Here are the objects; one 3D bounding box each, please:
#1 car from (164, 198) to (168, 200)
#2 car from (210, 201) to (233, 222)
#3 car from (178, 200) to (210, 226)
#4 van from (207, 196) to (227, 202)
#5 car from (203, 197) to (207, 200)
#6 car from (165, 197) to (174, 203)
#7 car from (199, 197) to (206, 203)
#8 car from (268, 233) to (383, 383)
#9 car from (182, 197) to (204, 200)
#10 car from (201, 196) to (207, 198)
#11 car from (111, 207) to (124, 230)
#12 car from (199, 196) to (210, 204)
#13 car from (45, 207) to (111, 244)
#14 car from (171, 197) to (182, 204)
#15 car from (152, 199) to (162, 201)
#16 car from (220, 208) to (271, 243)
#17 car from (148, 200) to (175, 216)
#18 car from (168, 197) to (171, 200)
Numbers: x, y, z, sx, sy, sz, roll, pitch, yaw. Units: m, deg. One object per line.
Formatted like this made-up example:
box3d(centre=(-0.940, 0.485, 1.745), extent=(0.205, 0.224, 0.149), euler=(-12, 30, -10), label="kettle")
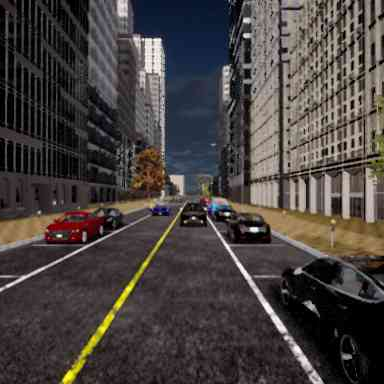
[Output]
box3d(centre=(-5.673, 1.883, 56.349), extent=(2.008, 1.369, 4.403), euler=(0, 0, 0), label="car")
box3d(centre=(2.700, 1.740, 27.874), extent=(1.947, 1.339, 4.313), euler=(0, 0, 0), label="car")
box3d(centre=(0.106, 1.636, 25.252), extent=(1.882, 1.535, 5.008), euler=(0, 0, 0), label="car")
box3d(centre=(2.702, 1.548, 33.570), extent=(1.690, 1.788, 3.998), euler=(0, 0, 0), label="van")
box3d(centre=(2.704, 1.680, 39.260), extent=(1.967, 1.590, 4.097), euler=(0, 0, 0), label="car")
box3d(centre=(-5.665, 2.041, 84.811), extent=(1.947, 1.339, 4.313), euler=(0, 0, 0), label="car")
box3d(centre=(2.716, 2.001, 84.966), extent=(1.752, 1.417, 4.829), euler=(0, 0, 0), label="car")
box3d(centre=(2.694, 1.600, 5.106), extent=(1.947, 1.339, 4.313), euler=(0, 0, 0), label="car")
box3d(centre=(0.106, 1.762, 42.627), extent=(2.163, 1.488, 4.792), euler=(0, 0, 0), label="car")
box3d(centre=(2.711, 1.676, 62.029), extent=(2.192, 1.841, 5.009), euler=(0, 0, 0), label="car")
box3d(centre=(-5.682, 1.706, 22.193), extent=(1.947, 1.339, 4.313), euler=(0, 0, 0), label="car")
box3d(centre=(2.714, 1.735, 73.414), extent=(2.192, 1.841, 5.009), euler=(0, 0, 0), label="car")
box3d(centre=(-5.683, 1.650, 16.501), extent=(1.887, 1.381, 4.507), euler=(0, 0, 0), label="car")
box3d(centre=(-2.980, 1.894, 75.780), extent=(2.033, 1.411, 5.357), euler=(0, 0, 0), label="car")
box3d(centre=(-5.674, 1.826, 50.486), extent=(1.752, 1.417, 4.829), euler=(0, 0, 0), label="car")
box3d(centre=(2.697, 1.671, 16.490), extent=(1.947, 1.339, 4.313), euler=(0, 0, 0), label="car")
box3d(centre=(-3.088, 1.814, 34.601), extent=(1.895, 1.301, 4.718), euler=(0, 0, 0), label="car")
box3d(centre=(-5.666, 1.999, 79.118), extent=(2.008, 1.369, 4.403), euler=(0, 0, 0), label="car")
